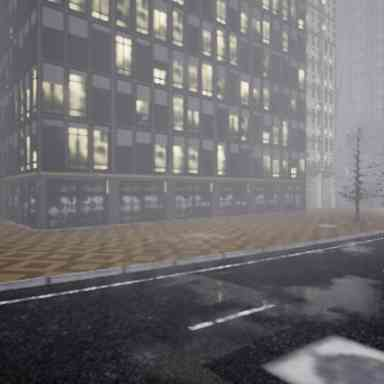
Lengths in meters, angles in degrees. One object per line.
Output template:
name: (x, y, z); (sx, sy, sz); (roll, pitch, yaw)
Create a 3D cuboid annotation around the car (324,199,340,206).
car: (29.762, 2.197, 69.761); (1.947, 1.339, 4.313); (0, 0, -40)

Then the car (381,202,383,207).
car: (37.060, 2.282, 61.044); (1.947, 1.339, 4.313); (0, 0, -40)

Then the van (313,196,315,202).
van: (28.838, 1.853, 83.882); (1.690, 1.788, 3.998); (0, 0, -40)

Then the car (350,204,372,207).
car: (33.395, 2.255, 65.390); (1.802, 1.307, 4.206); (0, 0, -40)
